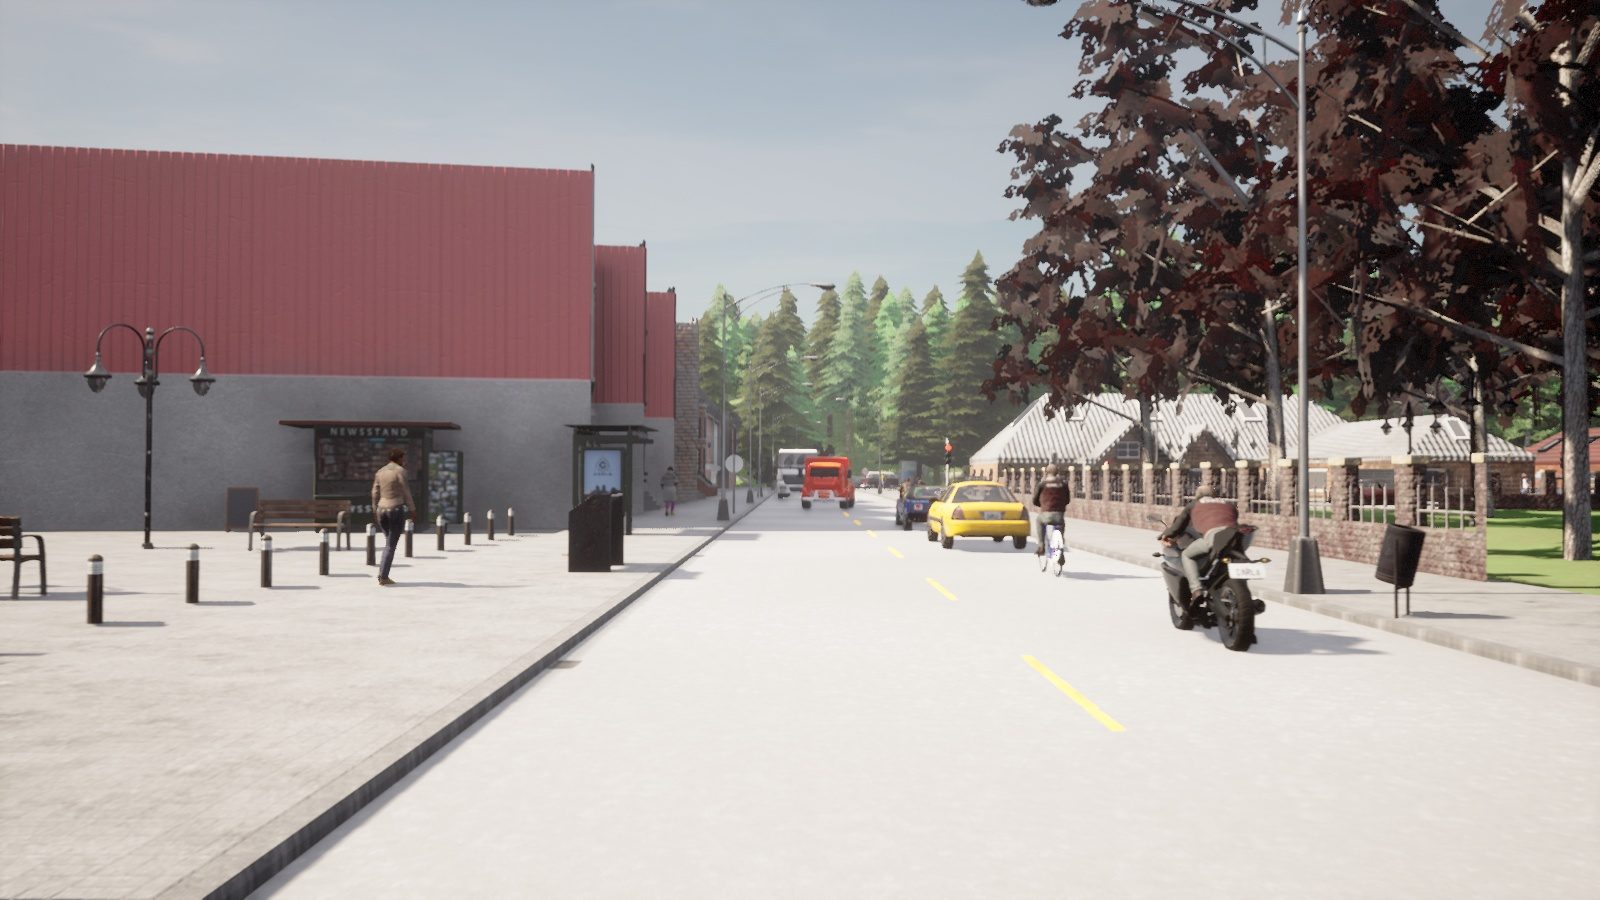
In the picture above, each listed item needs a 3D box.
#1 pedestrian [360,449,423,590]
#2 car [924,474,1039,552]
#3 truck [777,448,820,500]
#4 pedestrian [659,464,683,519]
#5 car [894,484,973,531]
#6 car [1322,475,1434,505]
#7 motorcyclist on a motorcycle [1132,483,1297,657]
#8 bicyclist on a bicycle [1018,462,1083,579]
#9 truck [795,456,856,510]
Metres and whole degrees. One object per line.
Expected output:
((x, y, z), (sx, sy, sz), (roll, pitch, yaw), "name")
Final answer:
((-5.374, 0.896, 16.541), (0.328, 1.805, 0.869), (-1, -1, 18), "pedestrian")
((3.958, 1.330, 28.228), (1.801, 1.575, 5.366), (0, -1, 0), "car")
((-0.116, 1.663, 87.832), (2.891, 3.462, 7.936), (0, -1, 0), "truck")
((-4.669, 1.492, 45.379), (0.659, 1.952, 0.873), (0, -1, 8), "pedestrian")
((3.948, 1.692, 37.850), (1.895, 1.301, 4.718), (0, -1, 0), "car")
((29.889, 2.051, 65.012), (4.792, 1.488, 2.163), (0, -1, -2), "car")
((3.977, 1.095, 12.272), (0.866, 1.530, 2.191), (0, -1, 0), "motorcyclist on a motorcycle")
((3.968, 1.091, 19.994), (0.659, 1.776, 1.843), (0, -1, 0), "bicyclist on a bicycle")
((1.311, 1.594, 60.901), (2.627, 2.467, 5.204), (0, -1, 5), "truck")
